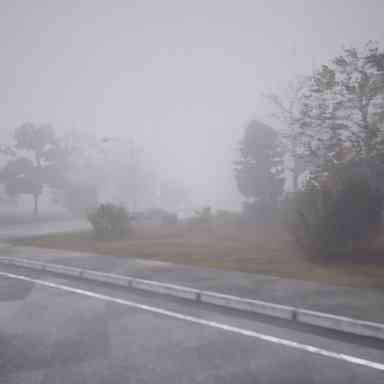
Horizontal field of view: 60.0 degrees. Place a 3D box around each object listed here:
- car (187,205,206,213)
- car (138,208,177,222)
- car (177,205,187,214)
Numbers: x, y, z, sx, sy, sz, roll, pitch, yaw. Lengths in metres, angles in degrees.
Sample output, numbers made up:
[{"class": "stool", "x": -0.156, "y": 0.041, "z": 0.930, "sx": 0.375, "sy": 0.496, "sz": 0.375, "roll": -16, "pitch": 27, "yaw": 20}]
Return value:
[{"class": "car", "x": 1.626, "y": 3.020, "z": 58.870, "sx": 1.994, "sy": 1.385, "sz": 4.181, "roll": -4, "pitch": -3, "yaw": 33}, {"class": "car", "x": -4.262, "y": 2.424, "z": 36.301, "sx": 2.033, "sy": 1.411, "sz": 5.357, "roll": -4, "pitch": -2, "yaw": 31}, {"class": "car", "x": -1.540, "y": 3.183, "z": 60.412, "sx": 1.812, "sy": 1.442, "sz": 4.674, "roll": -4, "pitch": -3, "yaw": 33}]
